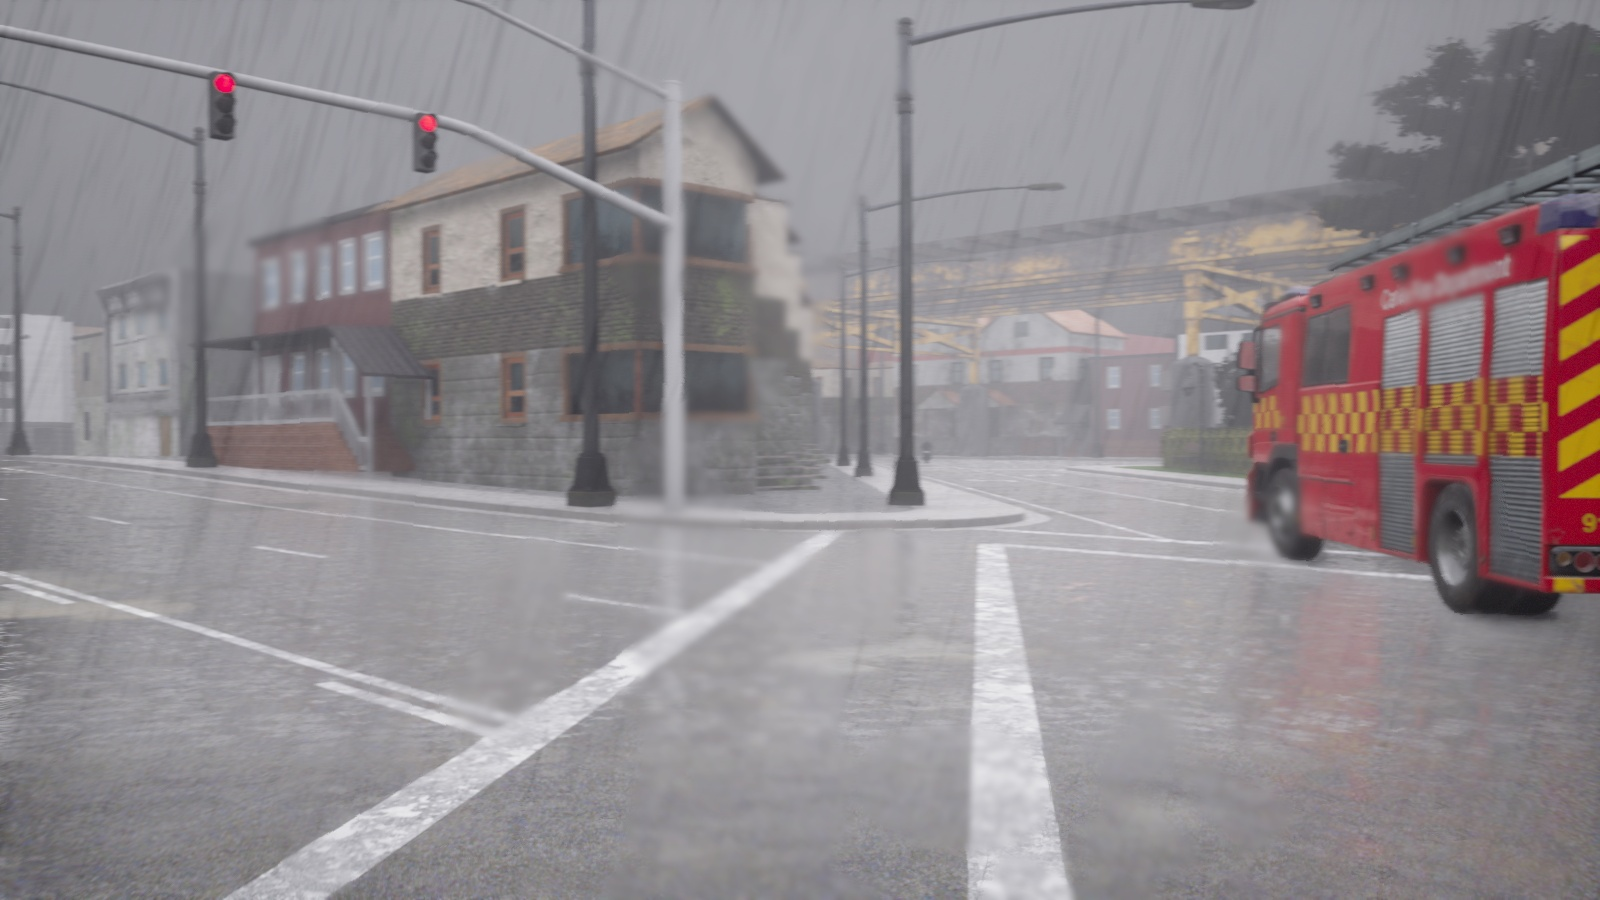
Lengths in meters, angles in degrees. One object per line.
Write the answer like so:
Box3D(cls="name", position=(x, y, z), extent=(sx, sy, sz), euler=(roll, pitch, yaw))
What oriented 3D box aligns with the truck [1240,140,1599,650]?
Box3D(cls="truck", position=(7.357, -0.433, 13.547), extent=(2.891, 3.827, 8.468), euler=(1, 1, 5))
